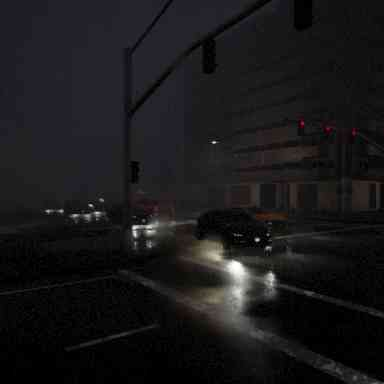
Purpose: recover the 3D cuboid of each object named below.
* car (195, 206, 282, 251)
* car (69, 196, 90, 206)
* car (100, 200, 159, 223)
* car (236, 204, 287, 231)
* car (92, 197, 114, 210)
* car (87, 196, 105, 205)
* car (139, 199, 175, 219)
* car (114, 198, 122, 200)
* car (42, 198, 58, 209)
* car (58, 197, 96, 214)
[{"bbox_3d":[1.627,1.543,14.550,1.837,1.490,4.892,1,-1,-19],"label":"car"},{"bbox_3d":[-19.939,1.547,58.931,2.128,1.511,4.902,0,0,-35],"label":"car"},{"bbox_3d":[-4.893,1.603,25.347,2.033,1.411,5.357,0,0,-35],"label":"car"},{"bbox_3d":[3.323,1.529,19.830,1.882,1.535,5.008,0,0,-35],"label":"car"},{"bbox_3d":[-12.030,1.603,41.446,2.033,1.411,5.357,0,0,-35],"label":"car"},{"bbox_3d":[-17.988,1.581,62.237,1.812,1.442,4.674,0,0,-34],"label":"car"},{"bbox_3d":[-3.418,1.408,29.315,2.097,1.767,4.553,0,0,-35],"label":"car"},{"bbox_3d":[-12.714,1.656,54.812,1.895,1.301,4.718,0,0,-36],"label":"car"},{"bbox_3d":[-19.232,1.533,45.585,1.882,1.535,5.008,0,0,-35],"label":"car"},{"bbox_3d":[-12.689,1.603,36.320,2.033,1.411,5.357,0,0,-35],"label":"car"}]
